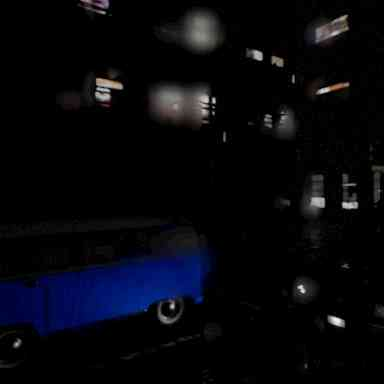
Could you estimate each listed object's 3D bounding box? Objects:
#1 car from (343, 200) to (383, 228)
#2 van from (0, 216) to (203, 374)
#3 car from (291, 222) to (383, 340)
[{"bbox_3d":[7.388,1.207,11.818,5.009,1.841,2.192,-1,0,-35],"label":"car"},{"bbox_3d":[-1.725,1.328,5.301,3.998,1.788,1.690,-1,0,-35],"label":"van"},{"bbox_3d":[4.283,1.487,6.425,5.357,1.411,2.033,-1,0,-35],"label":"car"}]
